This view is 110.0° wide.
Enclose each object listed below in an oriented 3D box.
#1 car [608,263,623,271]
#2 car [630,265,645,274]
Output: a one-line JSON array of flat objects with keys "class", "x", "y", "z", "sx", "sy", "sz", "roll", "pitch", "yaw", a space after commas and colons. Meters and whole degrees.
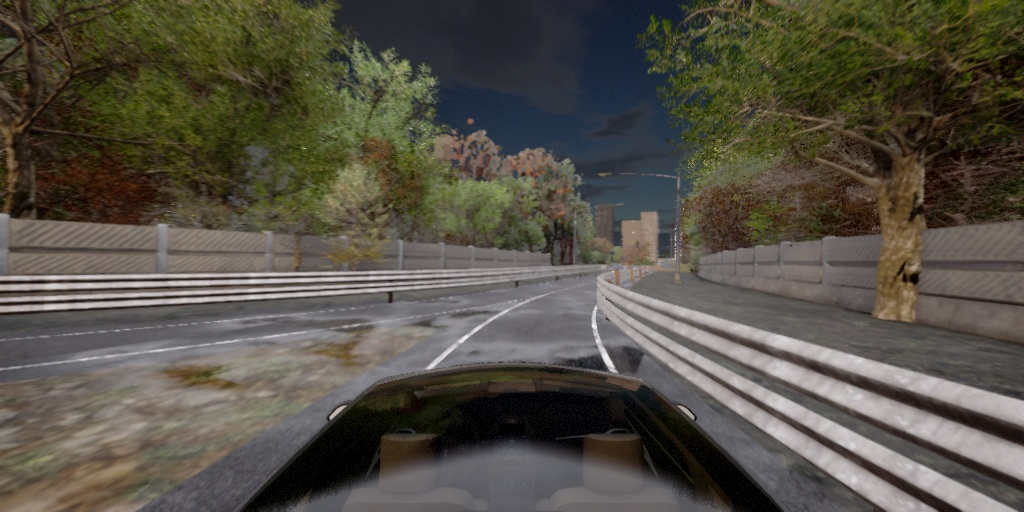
[{"class": "car", "x": 17.425, "y": 1.992, "z": 60.231, "sx": 2.097, "sy": 1.767, "sz": 4.553, "roll": 1, "pitch": -1, "yaw": 24}, {"class": "car", "x": 20.752, "y": 2.205, "z": 59.665, "sx": 1.837, "sy": 1.490, "sz": 4.892, "roll": 1, "pitch": -1, "yaw": 24}]
